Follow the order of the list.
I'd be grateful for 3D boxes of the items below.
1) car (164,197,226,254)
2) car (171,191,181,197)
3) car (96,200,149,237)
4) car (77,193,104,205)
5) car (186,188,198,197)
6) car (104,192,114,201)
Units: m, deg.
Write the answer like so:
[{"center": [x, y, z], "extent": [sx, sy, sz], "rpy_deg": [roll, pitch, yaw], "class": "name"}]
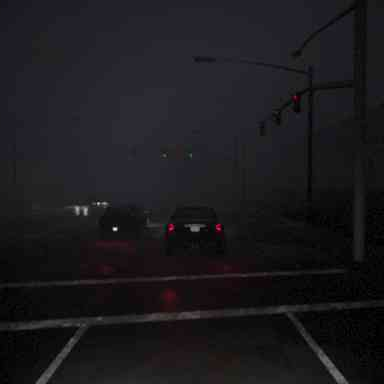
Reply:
[{"center": [0.104, 1.244, 13.159], "extent": [2.097, 1.767, 4.553], "rpy_deg": [0, 0, 0], "class": "car"}, {"center": [-3.485, 0.461, 70.561], "extent": [1.882, 1.535, 5.008], "rpy_deg": [0, 1, 0], "class": "car"}, {"center": [-3.395, 1.348, 17.117], "extent": [1.837, 1.490, 4.892], "rpy_deg": [0, 1, 0], "class": "car"}, {"center": [-14.016, 0.953, 44.950], "extent": [2.128, 1.511, 4.902], "rpy_deg": [0, 1, 0], "class": "car"}, {"center": [0.015, 0.208, 70.587], "extent": [2.150, 2.045, 5.566], "rpy_deg": [0, 1, 0], "class": "car"}, {"center": [-14.013, 0.821, 54.171], "extent": [2.128, 1.511, 4.902], "rpy_deg": [0, 1, 1], "class": "car"}]
